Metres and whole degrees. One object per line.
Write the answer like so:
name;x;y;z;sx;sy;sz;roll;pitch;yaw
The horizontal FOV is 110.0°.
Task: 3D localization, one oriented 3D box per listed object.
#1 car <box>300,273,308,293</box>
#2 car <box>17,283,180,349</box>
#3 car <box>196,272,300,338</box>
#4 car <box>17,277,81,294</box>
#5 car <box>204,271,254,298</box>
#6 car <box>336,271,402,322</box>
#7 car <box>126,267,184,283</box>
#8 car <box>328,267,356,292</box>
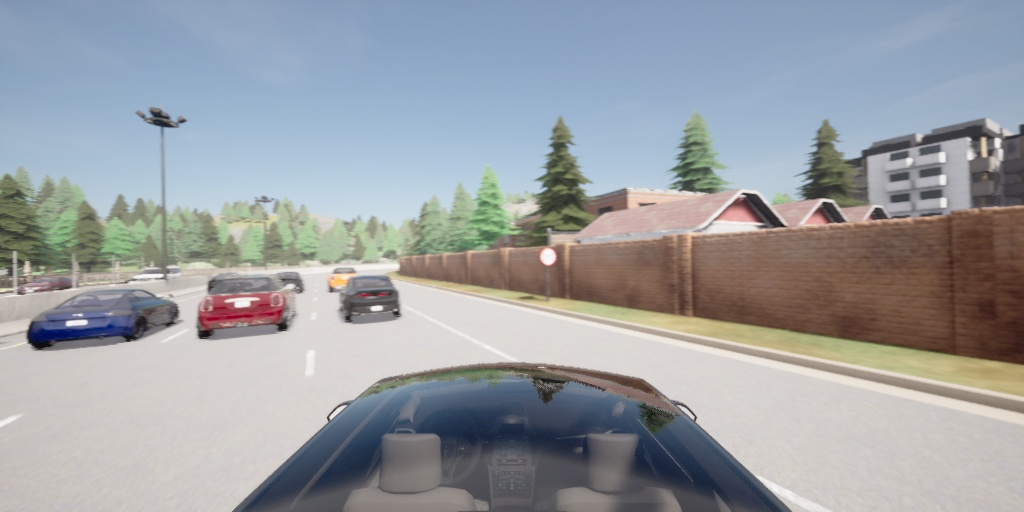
car;-15.733;1.828;25.326;1.837;1.490;4.892;-1;0;-28
car;-11.851;1.682;10.761;1.994;1.385;4.181;-1;0;-28
car;-8.431;1.389;11.773;2.097;1.767;4.553;-1;-1;-28
car;-37.917;2.447;29.508;1.812;1.442;4.674;-1;0;-27
car;-19.511;1.894;24.971;1.882;1.535;5.008;-1;-1;-28
car;-5.510;1.483;13.742;1.837;1.490;4.892;-1;0;-28
car;-31.290;1.991;31.853;2.150;2.045;5.566;-1;-1;-27
car;-12.483;1.598;26.661;2.097;1.767;4.553;-1;-1;-28
